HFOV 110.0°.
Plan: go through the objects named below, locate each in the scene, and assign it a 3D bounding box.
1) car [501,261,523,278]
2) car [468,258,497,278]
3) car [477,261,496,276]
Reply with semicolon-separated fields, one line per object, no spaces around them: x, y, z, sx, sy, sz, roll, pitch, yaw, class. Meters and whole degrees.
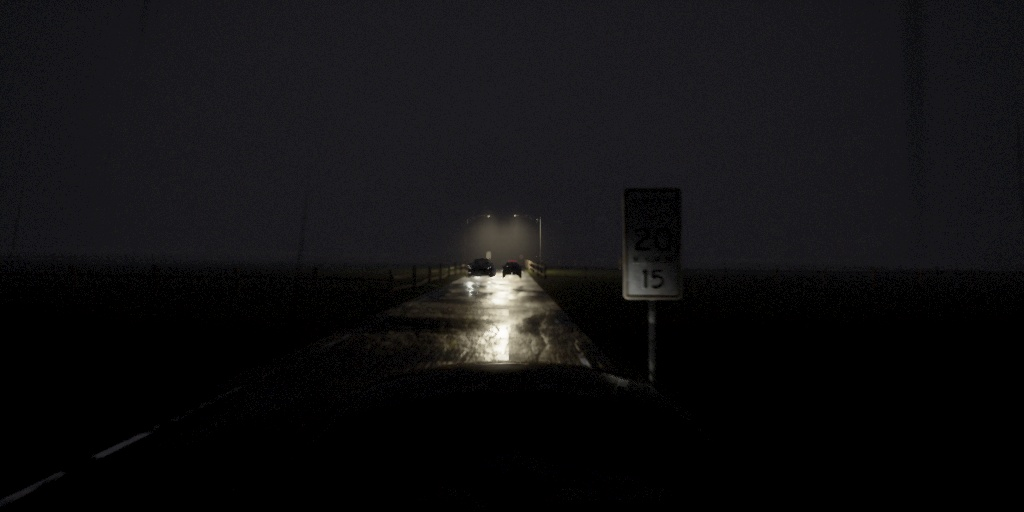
0.004;1.299;34.563;1.837;1.490;4.892;0;0;0;car
-2.751;0.951;32.478;2.097;1.767;4.553;0;0;0;car
-2.751;1.326;39.647;1.812;1.442;4.674;0;0;0;car
